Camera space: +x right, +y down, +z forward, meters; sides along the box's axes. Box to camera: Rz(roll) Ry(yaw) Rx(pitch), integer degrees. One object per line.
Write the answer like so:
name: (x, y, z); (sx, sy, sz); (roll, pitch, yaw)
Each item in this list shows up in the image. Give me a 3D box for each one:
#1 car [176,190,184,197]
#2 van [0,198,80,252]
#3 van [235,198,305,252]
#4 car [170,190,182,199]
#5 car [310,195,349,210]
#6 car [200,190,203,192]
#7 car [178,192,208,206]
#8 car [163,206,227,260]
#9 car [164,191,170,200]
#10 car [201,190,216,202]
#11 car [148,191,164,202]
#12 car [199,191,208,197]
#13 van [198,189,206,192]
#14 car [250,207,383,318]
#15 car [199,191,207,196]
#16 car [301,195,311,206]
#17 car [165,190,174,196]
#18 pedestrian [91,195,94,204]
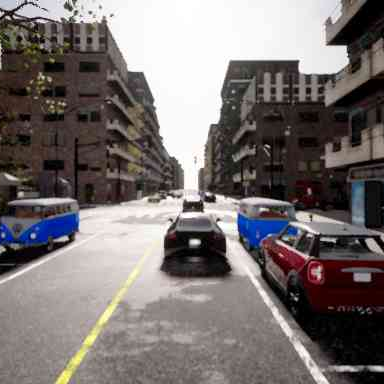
car: (-2.993, 0.369, 80.946); (1.812, 1.442, 4.674); (0, 1, 0)
van: (-5.639, 1.157, 12.686); (1.690, 1.788, 3.998); (1, 1, 0)
van: (2.675, 1.157, 12.684); (1.690, 1.788, 3.998); (1, 1, 0)
car: (-3.013, 0.561, 65.467); (2.128, 1.511, 4.902); (0, 1, 1)
car: (13.541, 1.139, 30.434); (4.313, 1.339, 1.947); (0, -1, 1)
car: (2.708, 0.746, 56.272); (2.008, 1.369, 4.403); (1, 1, 0)
car: (0.103, 1.060, 30.177); (2.128, 1.511, 4.902); (0, 1, 0)
car: (0.097, 1.395, 11.693); (1.994, 1.385, 4.181); (0, 1, 0)
car: (-5.670, 0.555, 61.913); (1.967, 1.590, 4.097); (1, 1, 0)
car: (2.707, 0.841, 50.630); (1.947, 1.339, 4.313); (1, 1, 0)
car: (-5.672, 0.803, 50.460); (1.752, 1.417, 4.829); (1, 1, 0)
car: (2.711, 0.399, 79.009); (1.752, 1.417, 4.829); (1, 1, 0)
van: (2.712, 0.377, 67.552); (1.690, 1.788, 3.998); (1, 1, 0)
car: (2.675, 1.335, 7.162); (1.967, 1.590, 4.097); (1, 1, 0)
car: (2.710, 0.379, 84.482); (1.802, 1.307, 4.206); (1, 1, 0)
car: (13.645, 1.042, 38.815); (4.097, 1.590, 1.967); (0, -1, 1)
car: (-5.669, 0.342, 84.483); (1.887, 1.381, 4.507); (1, 1, 0)
pedestrian: (-12.535, 0.984, 42.067); (0.500, 1.100, 0.500); (0, -1, 1)
